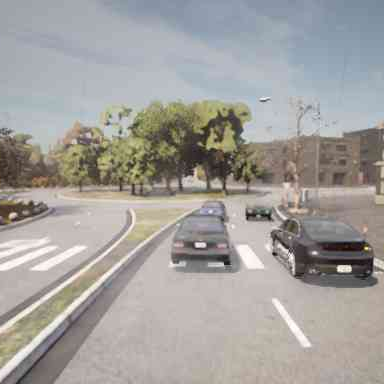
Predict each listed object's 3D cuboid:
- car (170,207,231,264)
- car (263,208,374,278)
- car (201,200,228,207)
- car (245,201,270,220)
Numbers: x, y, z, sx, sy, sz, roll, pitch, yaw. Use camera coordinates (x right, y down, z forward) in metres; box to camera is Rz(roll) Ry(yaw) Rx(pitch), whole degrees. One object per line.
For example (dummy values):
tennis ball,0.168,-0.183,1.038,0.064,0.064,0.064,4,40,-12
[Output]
car,0.373,1.478,11.551,2.033,1.411,5.357,0,0,3
car,3.564,1.457,9.955,1.837,1.490,4.892,0,1,3
car,1.594,1.319,24.706,2.033,1.411,5.357,1,1,8
car,5.039,1.366,25.747,1.895,1.301,4.718,1,2,8
